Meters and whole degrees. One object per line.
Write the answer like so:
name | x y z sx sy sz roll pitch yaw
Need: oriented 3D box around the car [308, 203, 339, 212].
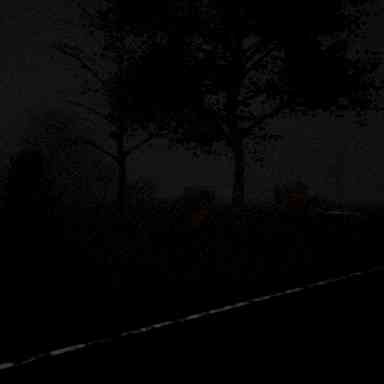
car | 14.519 1.497 39.291 2.033 1.411 5.357 0 1 -35
